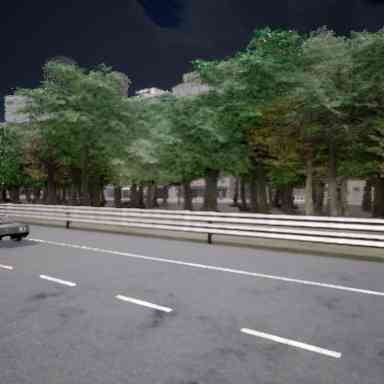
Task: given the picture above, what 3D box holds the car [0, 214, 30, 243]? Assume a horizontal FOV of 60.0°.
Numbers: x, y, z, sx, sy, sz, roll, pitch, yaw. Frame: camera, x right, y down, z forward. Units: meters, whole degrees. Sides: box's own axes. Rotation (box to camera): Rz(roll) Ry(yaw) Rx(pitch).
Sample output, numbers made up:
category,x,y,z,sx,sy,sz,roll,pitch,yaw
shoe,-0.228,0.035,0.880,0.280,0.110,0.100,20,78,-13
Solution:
category,x,y,z,sx,sy,sz,roll,pitch,yaw
car,-9.339,1.605,14.844,4.718,1.301,1.895,0,0,36
